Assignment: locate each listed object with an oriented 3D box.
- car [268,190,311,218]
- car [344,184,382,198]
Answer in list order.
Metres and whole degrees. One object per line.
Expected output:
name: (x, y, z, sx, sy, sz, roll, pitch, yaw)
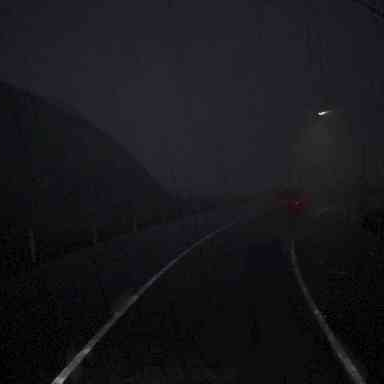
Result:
car: (6.875, 0.630, 23.026, 2.097, 1.767, 4.553, 3, 4, 29)
car: (18.945, -0.184, 36.770, 5.357, 1.411, 2.033, -3, 6, -38)
